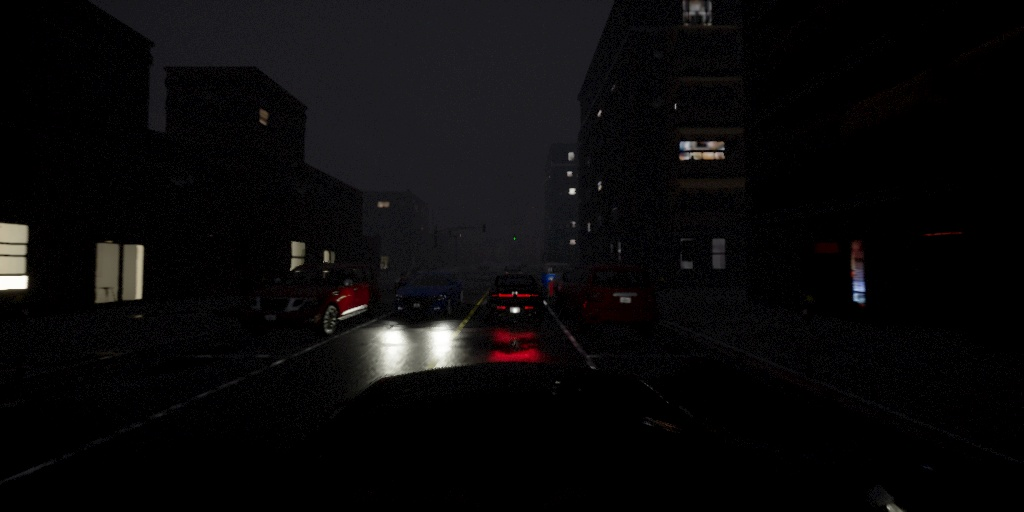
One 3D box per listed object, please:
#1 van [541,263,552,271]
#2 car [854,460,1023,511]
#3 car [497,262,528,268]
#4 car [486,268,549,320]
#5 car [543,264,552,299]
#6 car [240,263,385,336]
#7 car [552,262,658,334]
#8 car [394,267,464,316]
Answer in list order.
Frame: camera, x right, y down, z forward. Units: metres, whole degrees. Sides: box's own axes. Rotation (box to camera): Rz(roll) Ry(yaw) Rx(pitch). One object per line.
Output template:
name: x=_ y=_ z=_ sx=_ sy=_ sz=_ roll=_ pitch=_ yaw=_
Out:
van: x=2.690 y=1.295 z=21.751 sx=1.690 sy=1.789 sz=3.998 roll=0 pitch=0 yaw=0
car: x=2.692 y=1.284 z=0.124 sx=2.007 sy=1.370 sz=4.403 roll=0 pitch=0 yaw=0
car: x=0.096 y=1.524 z=29.474 sx=2.128 sy=1.511 sz=4.902 roll=0 pitch=-1 yaw=0
car: x=0.096 y=1.372 z=13.104 sx=1.837 sy=1.490 sz=4.892 roll=0 pitch=0 yaw=0
car: x=2.690 y=1.339 z=16.344 sx=1.967 sy=1.591 sz=4.097 roll=0 pitch=0 yaw=0
car: x=-5.690 y=1.159 z=10.944 sx=2.192 sy=1.841 sz=5.009 roll=0 pitch=0 yaw=0
car: x=2.691 y=1.159 z=10.937 sx=2.192 sy=1.841 sz=5.009 roll=0 pitch=0 yaw=0
car: x=-3.100 y=1.355 z=14.189 sx=1.882 sy=1.535 sz=5.008 roll=0 pitch=-1 yaw=0
